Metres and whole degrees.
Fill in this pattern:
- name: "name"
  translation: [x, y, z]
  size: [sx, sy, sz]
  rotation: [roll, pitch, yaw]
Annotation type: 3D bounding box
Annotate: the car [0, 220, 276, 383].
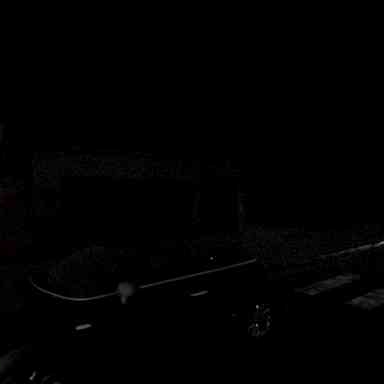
- name: "car"
  translation: [-0.934, 1.355, 4.635]
  size: [4.553, 1.767, 2.097]
  rotation: [-1, 0, -38]
